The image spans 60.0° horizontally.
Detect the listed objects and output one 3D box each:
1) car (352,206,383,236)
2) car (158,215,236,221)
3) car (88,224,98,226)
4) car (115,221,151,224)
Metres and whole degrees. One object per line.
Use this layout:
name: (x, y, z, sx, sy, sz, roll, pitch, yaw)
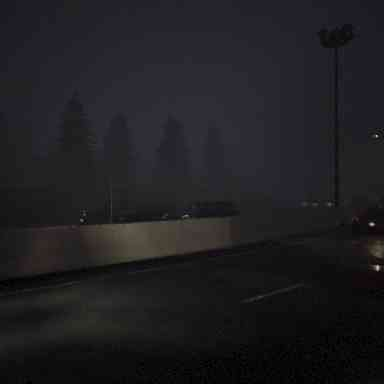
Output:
car: (9.499, 1.397, 16.218, 4.181, 1.385, 1.994, -1, 0, -43)
car: (0.531, 1.238, 17.776, 4.553, 1.767, 2.097, -1, 0, -42)
car: (-5.541, 1.256, 21.813, 4.553, 1.767, 2.097, -1, 0, -40)
car: (-2.593, 1.374, 19.688, 5.008, 1.535, 1.882, -1, 1, -40)
